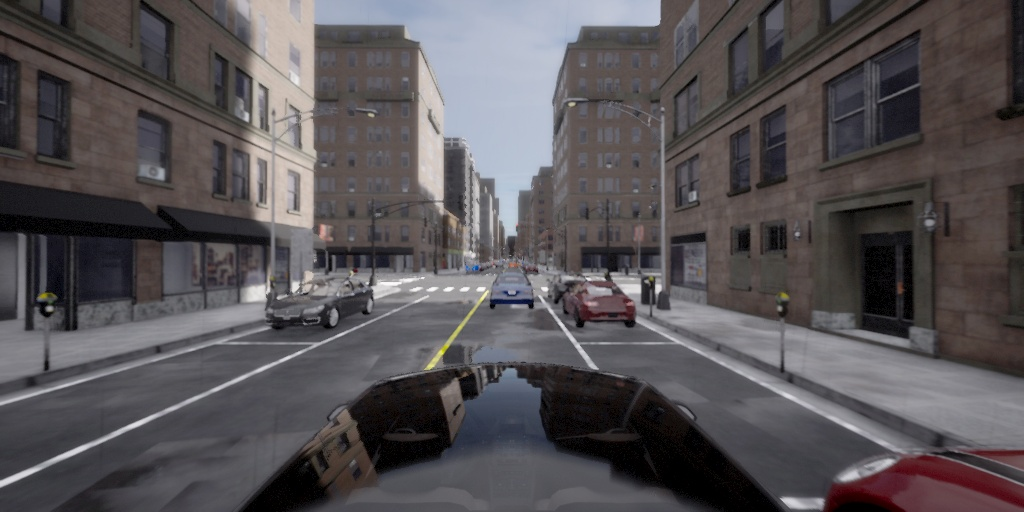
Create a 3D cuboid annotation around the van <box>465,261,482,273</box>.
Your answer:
[{"bbox_3d":[-5.740,1.569,51.783,1.690,1.789,3.998,0,0,0],"label":"van"}]

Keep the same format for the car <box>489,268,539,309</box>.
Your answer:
[{"bbox_3d":[-0.006,1.431,15.837,2.033,1.411,5.357,0,-1,0],"label":"car"}]

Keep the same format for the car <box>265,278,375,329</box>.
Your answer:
[{"bbox_3d":[-5.863,1.393,11.501,2.007,1.370,4.403,0,0,0],"label":"car"}]

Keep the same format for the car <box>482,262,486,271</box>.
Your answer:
[{"bbox_3d":[-5.718,1.723,57.452,1.967,1.591,4.097,0,0,0],"label":"car"}]

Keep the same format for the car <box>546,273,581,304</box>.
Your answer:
[{"bbox_3d":[2.660,1.446,17.104,2.007,1.370,4.403,0,0,0],"label":"car"}]

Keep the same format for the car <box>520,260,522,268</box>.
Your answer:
[{"bbox_3d":[2.830,1.777,63.090,1.967,1.591,4.097,0,0,0],"label":"car"}]

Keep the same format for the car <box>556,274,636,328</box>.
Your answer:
[{"bbox_3d":[2.663,1.424,11.511,1.802,1.307,4.207,0,0,0],"label":"car"}]

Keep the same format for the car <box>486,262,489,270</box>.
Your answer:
[{"bbox_3d":[-5.696,1.904,63.120,1.948,1.339,4.313,0,0,0],"label":"car"}]

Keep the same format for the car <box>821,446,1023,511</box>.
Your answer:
[{"bbox_3d":[2.669,1.176,0.322,1.967,1.591,4.097,0,0,0],"label":"car"}]

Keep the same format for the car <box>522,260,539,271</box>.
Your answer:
[{"bbox_3d":[2.786,1.668,51.752,1.967,1.591,4.097,0,0,0],"label":"car"}]
